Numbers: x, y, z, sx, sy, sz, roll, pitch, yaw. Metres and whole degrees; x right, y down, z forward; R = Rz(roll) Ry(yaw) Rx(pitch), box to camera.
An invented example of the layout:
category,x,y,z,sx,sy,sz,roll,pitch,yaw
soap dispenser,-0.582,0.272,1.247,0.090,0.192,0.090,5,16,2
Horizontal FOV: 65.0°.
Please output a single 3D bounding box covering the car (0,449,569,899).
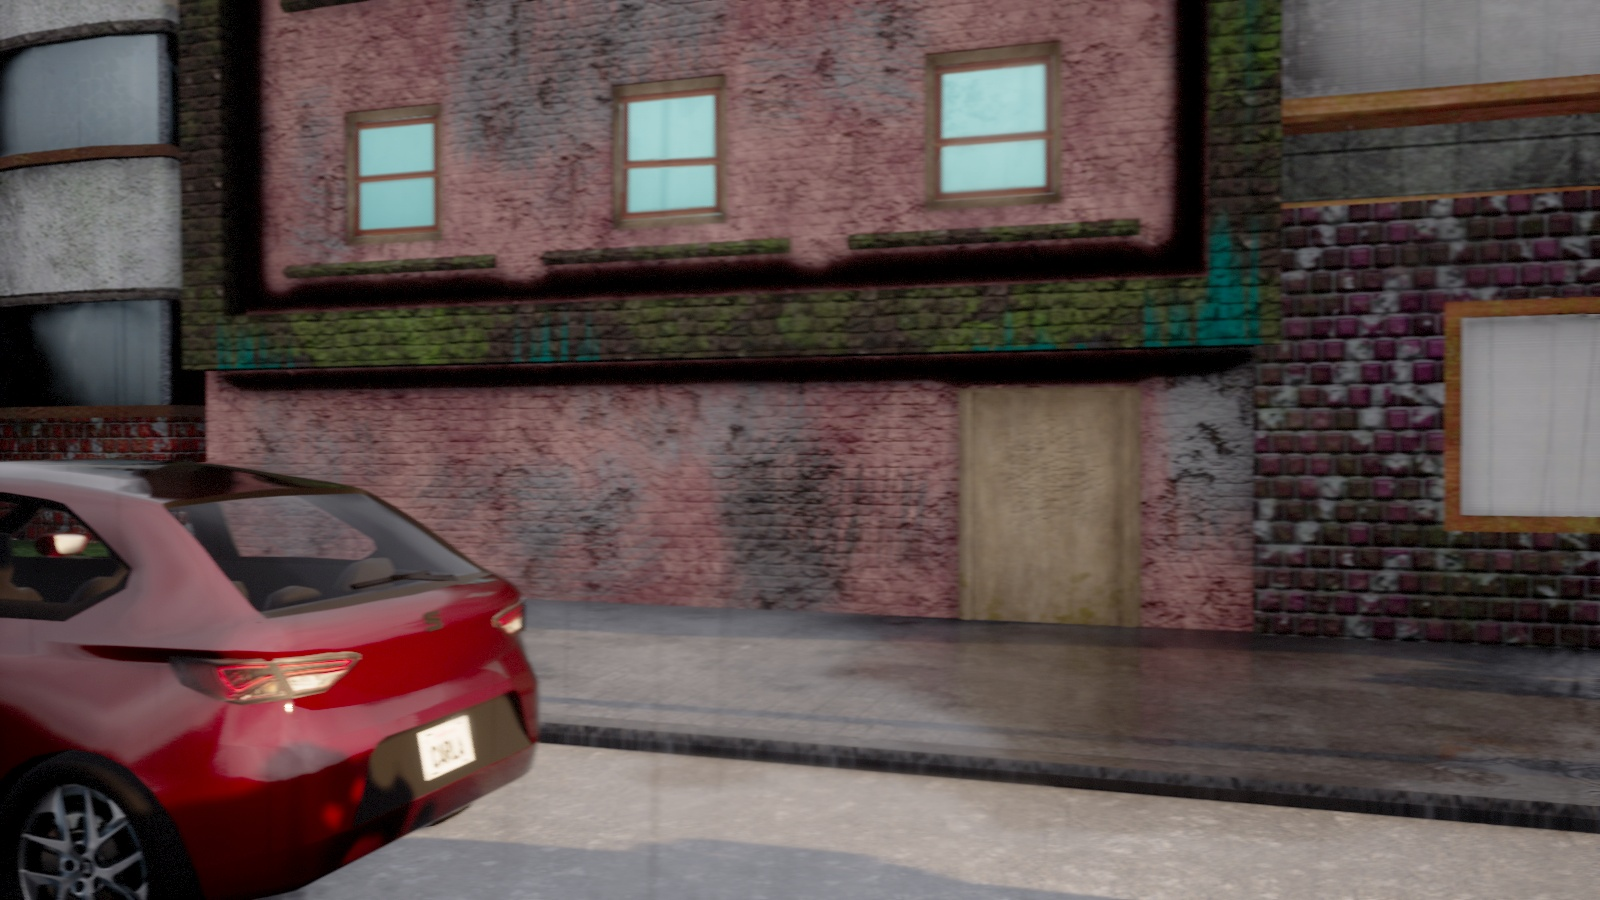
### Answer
category,x,y,z,sx,sy,sz,roll,pitch,yaw
car,-3.195,0.752,4.794,4.193,1.474,1.816,0,1,19
